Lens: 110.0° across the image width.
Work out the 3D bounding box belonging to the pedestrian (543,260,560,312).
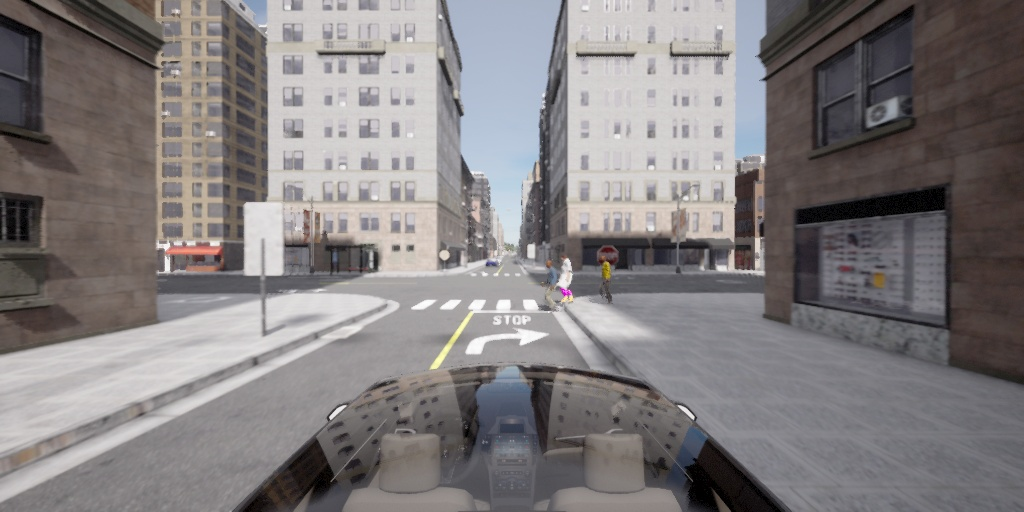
[{"bbox_3d":[1.344,0.979,12.194,0.375,1.860,0.375,0,0,0],"label":"pedestrian"}]

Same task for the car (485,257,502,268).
[{"bbox_3d":[-2.948,1.052,52.783,1.895,1.301,4.718,0,0,1],"label":"car"}]

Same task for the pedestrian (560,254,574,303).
[{"bbox_3d":[2.011,0.815,13.393,0.375,1.860,0.375,0,0,0],"label":"pedestrian"}]

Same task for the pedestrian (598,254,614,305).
[{"bbox_3d":[3.337,0.823,12.793,0.375,1.860,0.375,0,0,0],"label":"pedestrian"}]
